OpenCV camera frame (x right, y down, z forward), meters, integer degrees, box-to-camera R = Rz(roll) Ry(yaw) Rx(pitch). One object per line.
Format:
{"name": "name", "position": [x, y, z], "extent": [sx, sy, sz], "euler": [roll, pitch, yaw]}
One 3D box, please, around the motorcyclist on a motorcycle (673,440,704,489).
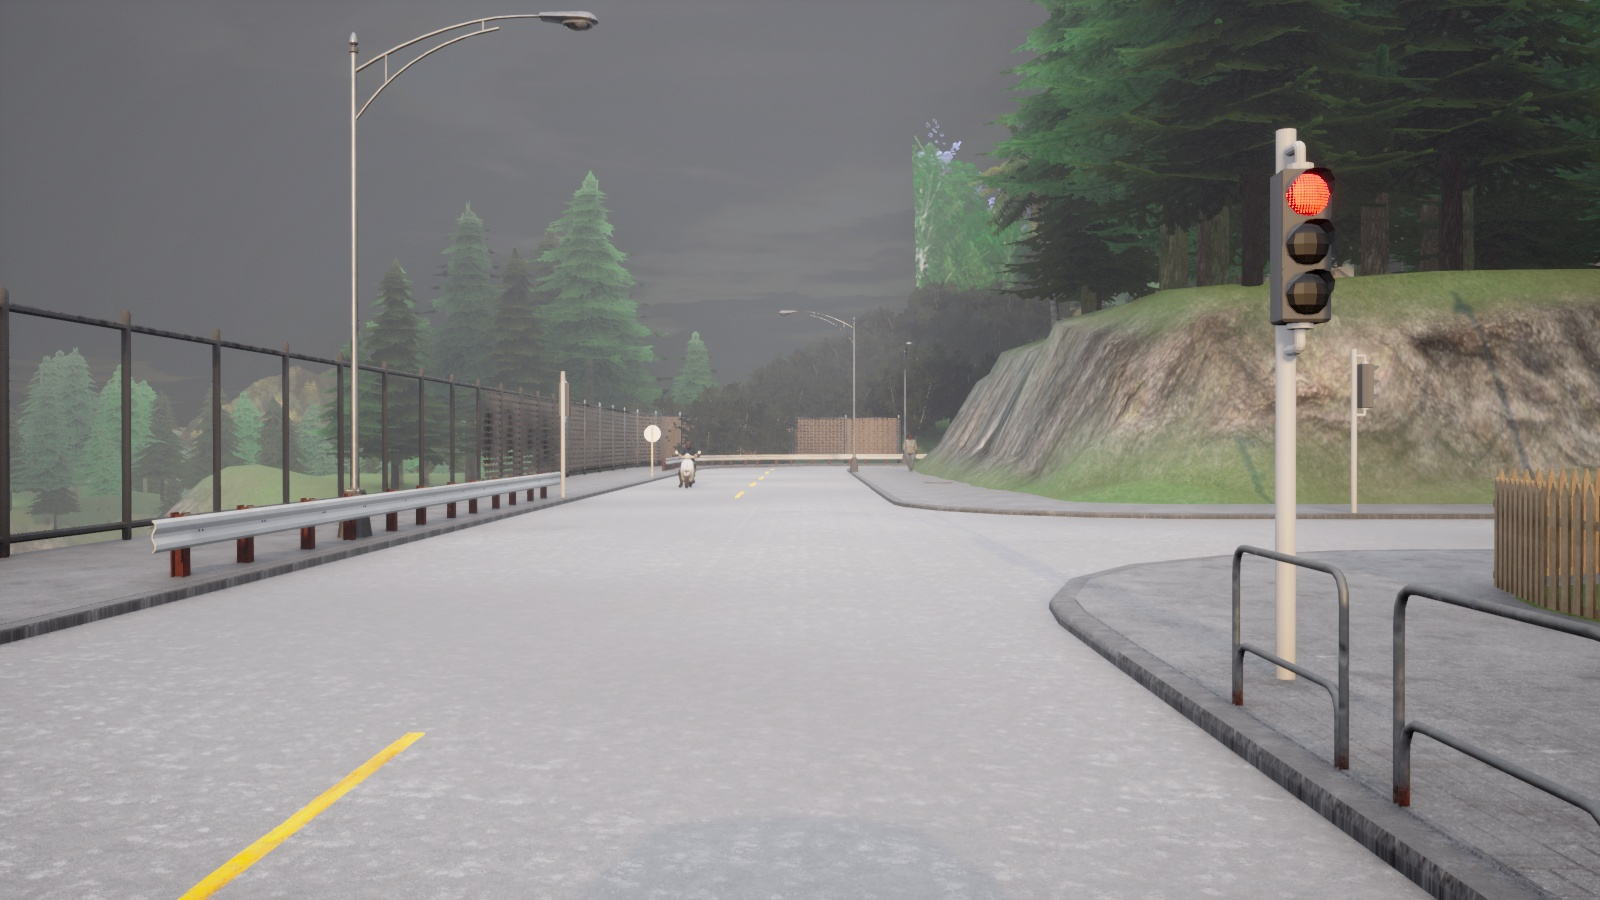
{"name": "motorcyclist on a motorcycle", "position": [-3.707, 0.461, 41.817], "extent": [0.866, 1.590, 1.817], "euler": [0, 0, 0]}

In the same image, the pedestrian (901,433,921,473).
{"name": "pedestrian", "position": [5.174, 0.130, 58.557], "extent": [0.874, 1.855, 0.900], "euler": [0, 0, -1]}
